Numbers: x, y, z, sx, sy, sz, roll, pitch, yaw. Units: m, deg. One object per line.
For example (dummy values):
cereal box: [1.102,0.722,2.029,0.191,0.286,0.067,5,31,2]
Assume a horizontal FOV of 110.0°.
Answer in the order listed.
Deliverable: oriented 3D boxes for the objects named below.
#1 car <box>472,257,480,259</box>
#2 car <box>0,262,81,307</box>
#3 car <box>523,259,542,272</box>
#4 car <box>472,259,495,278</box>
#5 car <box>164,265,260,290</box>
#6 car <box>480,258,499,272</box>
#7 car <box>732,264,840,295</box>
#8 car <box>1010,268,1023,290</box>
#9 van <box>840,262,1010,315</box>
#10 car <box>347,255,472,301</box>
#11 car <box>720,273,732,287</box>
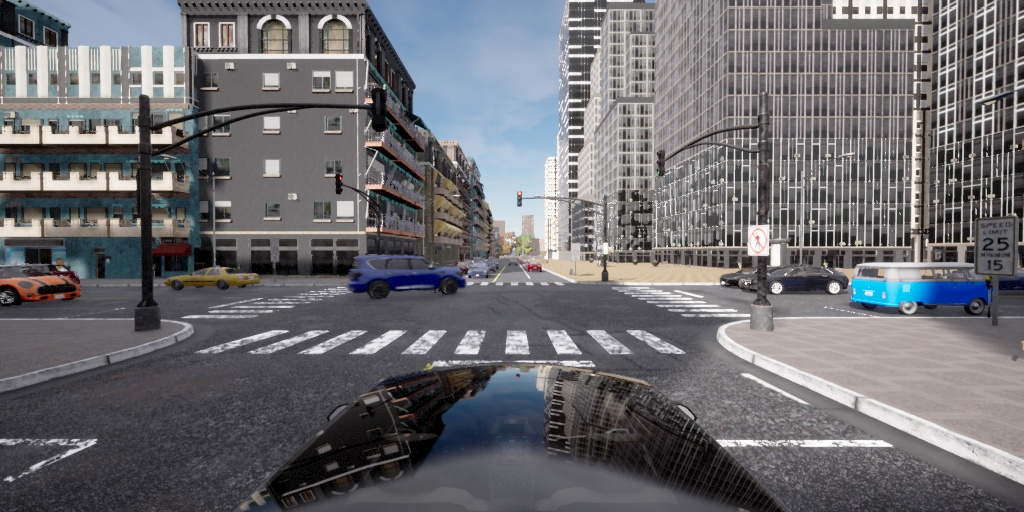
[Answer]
car: [-5.565,1.184,45.058,1.967,1.591,4.097,0,0,0]
car: [-21.880,1.171,15.564,4.553,1.767,2.097,0,1,0]
car: [2.783,1.290,45.091,1.888,1.381,4.507,0,0,0]
car: [-3.006,1.292,33.958,2.033,1.411,5.357,0,0,0]
car: [-17.826,1.247,21.362,4.829,1.417,1.751,0,0,0]
car: [-2.975,1.309,43.991,1.994,1.385,4.181,0,0,0]
car: [14.641,1.194,18.718,4.892,1.490,1.837,0,1,0]
car: [24.713,1.196,18.703,4.674,1.442,1.812,0,1,0]
van: [14.721,1.117,12.939,3.998,1.789,1.690,0,0,0]
car: [-5.140,0.969,17.804,5.566,2.045,2.150,-1,2,-27]
car: [14.732,1.216,21.319,4.313,1.339,1.948,0,0,0]
